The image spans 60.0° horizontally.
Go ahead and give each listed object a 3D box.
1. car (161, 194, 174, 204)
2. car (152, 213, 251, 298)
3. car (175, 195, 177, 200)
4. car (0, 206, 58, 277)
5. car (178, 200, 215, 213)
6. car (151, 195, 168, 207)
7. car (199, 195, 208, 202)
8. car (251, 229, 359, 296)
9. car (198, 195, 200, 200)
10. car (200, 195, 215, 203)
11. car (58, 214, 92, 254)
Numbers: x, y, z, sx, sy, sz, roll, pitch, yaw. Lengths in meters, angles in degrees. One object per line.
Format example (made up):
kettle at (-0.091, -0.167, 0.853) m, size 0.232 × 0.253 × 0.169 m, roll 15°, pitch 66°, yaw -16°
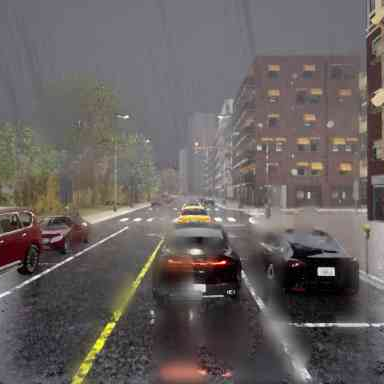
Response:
car at (-5.215, 1.348, 62.847) m, size 2.192 × 1.841 × 5.009 m, roll 1°, pitch 0°, yaw 0°
car at (0.112, 1.507, 8.486) m, size 1.837 × 1.490 × 4.892 m, roll 0°, pitch 0°, yaw 0°
car at (-5.185, 1.609, 85.551) m, size 2.008 × 1.369 × 4.403 m, roll 1°, pitch 0°, yaw 0°
car at (-5.294, 1.317, 7.725) m, size 2.192 × 1.841 × 5.009 m, roll 1°, pitch 0°, yaw 0°
car at (0.126, 1.461, 19.020) m, size 1.801 × 1.575 × 5.366 m, roll 0°, pitch 0°, yaw 0°
car at (-5.234, 1.567, 51.495) m, size 1.887 × 1.381 × 4.507 m, roll 1°, pitch 0°, yaw 0°
car at (2.689, 1.492, 80.703) m, size 1.967 × 1.590 × 4.097 m, roll 1°, pitch 0°, yaw 0°
car at (2.585, 1.568, 8.470) m, size 1.947 × 1.339 × 4.313 m, roll 1°, pitch 0°, yaw 0°
car at (2.672, 1.621, 69.337) m, size 1.802 × 1.307 × 4.206 m, roll 1°, pitch 0°, yaw 0°
car at (2.648, 1.574, 52.287) m, size 2.008 × 1.369 × 4.403 m, roll 1°, pitch 0°, yaw 0°
car at (-5.289, 1.585, 13.380) m, size 1.802 × 1.307 × 4.206 m, roll 1°, pitch 0°, yaw 0°
